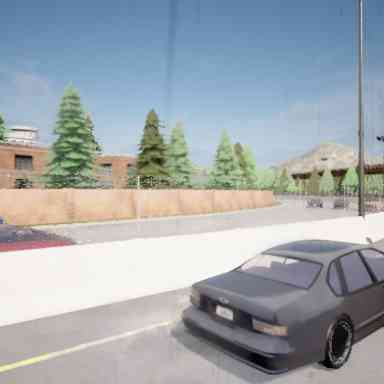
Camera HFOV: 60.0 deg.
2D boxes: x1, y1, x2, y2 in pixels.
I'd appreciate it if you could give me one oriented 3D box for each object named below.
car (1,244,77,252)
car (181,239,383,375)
[{"bbox_3d":[-5.302,1.604,8.974,4.181,1.385,1.994,0,0,-37],"label":"car"},{"bbox_3d":[2.361,1.556,5.741,5.357,1.411,2.033,0,0,-39],"label":"car"}]
